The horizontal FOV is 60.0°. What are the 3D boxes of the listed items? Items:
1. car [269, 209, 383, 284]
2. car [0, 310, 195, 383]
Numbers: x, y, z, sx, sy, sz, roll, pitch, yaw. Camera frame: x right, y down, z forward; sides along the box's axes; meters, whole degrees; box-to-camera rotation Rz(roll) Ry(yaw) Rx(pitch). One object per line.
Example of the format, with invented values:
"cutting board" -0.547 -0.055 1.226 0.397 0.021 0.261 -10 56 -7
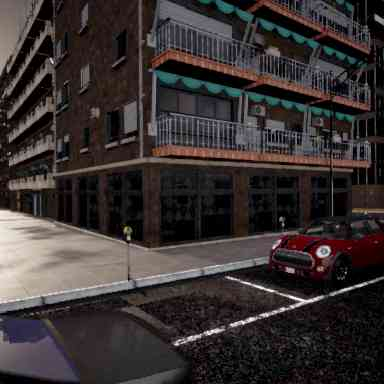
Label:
"car" 4.078 1.439 9.500 4.097 1.590 1.967 0 -1 -36
"car" -2.410 1.548 1.656 5.357 1.411 2.033 0 0 -36
